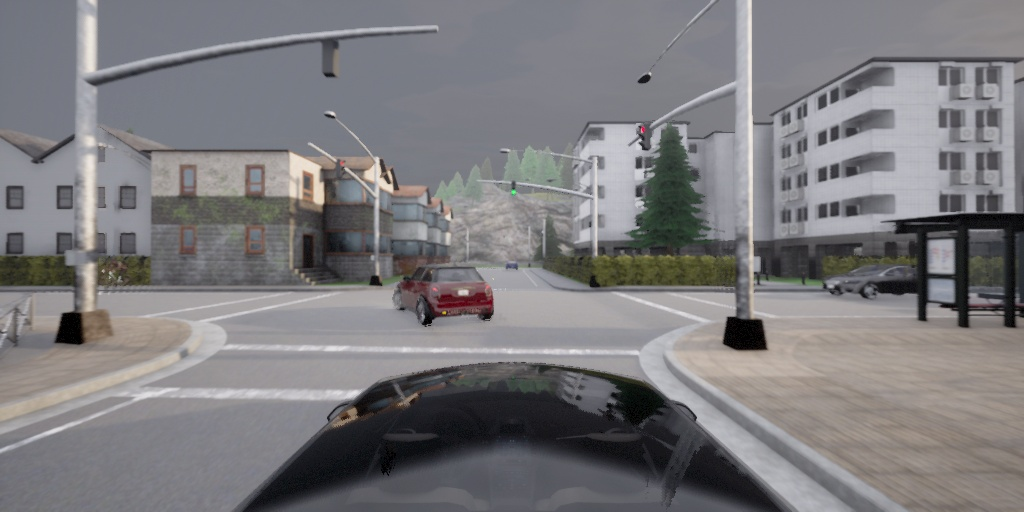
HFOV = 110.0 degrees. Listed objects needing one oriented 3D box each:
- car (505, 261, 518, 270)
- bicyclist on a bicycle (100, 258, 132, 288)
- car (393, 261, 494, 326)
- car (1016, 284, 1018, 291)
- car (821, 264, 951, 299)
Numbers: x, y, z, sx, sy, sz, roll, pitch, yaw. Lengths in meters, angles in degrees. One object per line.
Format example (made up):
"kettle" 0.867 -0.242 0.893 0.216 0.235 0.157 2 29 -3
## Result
"car" -0.031 1.469 56.992 1.882 1.535 5.008 0 0 -3
"bicyclist on a bicycle" -22.335 0.957 20.254 0.582 1.620 1.656 0 0 0
"car" -2.399 1.046 11.807 2.097 1.767 4.553 0 0 -29
"car" 26.305 1.140 16.351 4.892 1.490 1.837 0 0 0
"car" 17.003 1.128 16.379 4.902 1.511 2.128 0 0 0
